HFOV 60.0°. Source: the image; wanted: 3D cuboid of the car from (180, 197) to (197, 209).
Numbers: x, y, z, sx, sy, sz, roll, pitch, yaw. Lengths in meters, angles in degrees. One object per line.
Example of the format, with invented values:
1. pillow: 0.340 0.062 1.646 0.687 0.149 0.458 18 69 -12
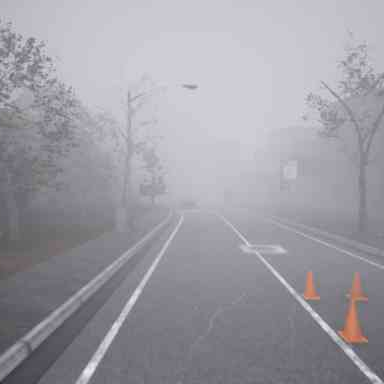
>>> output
1. car: -0.500 1.458 44.851 1.882 1.535 5.008 0 0 -8
